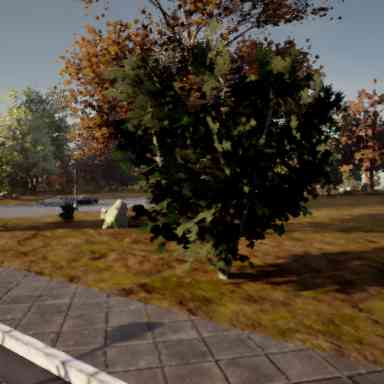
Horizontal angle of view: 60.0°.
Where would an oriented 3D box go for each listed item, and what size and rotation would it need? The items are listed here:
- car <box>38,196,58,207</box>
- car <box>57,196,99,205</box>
[{"bbox_3d":[-18.477,1.252,45.628,1.895,1.301,4.718,0,2,39],"label":"car"},{"bbox_3d":[-14.925,1.213,44.457,1.895,1.301,4.718,0,2,39],"label":"car"}]
